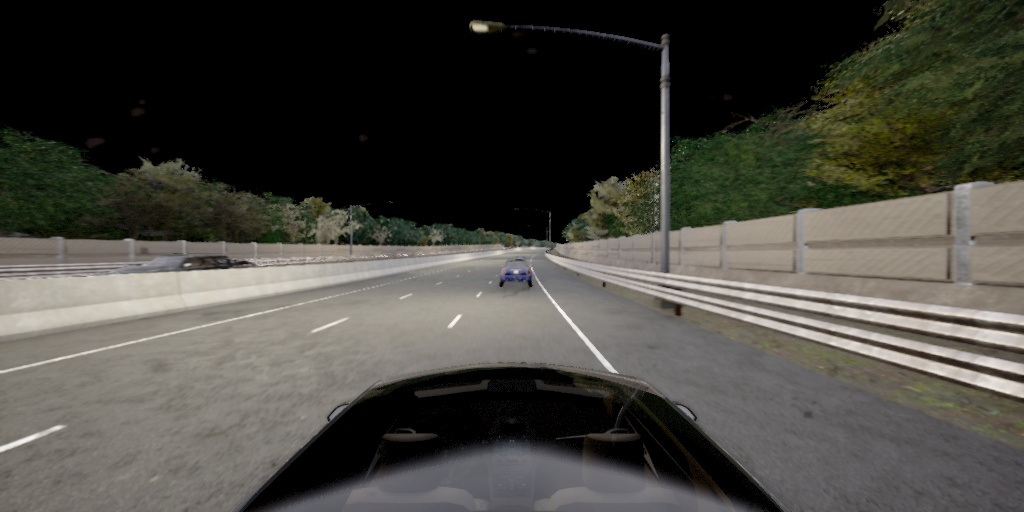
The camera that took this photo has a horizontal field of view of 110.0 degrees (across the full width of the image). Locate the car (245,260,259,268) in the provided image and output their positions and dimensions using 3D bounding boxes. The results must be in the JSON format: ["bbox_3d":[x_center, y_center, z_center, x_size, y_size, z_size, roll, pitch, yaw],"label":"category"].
[{"bbox_3d":[-24.230,1.093,30.945,1.837,1.490,4.892,0,0,2],"label":"car"}]

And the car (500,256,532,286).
[{"bbox_3d":[0.282,1.014,24.601,2.097,1.767,4.553,0,1,1],"label":"car"}]

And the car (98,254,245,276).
[{"bbox_3d":[-17.497,0.931,18.988,2.150,2.045,5.566,0,1,1],"label":"car"}]
